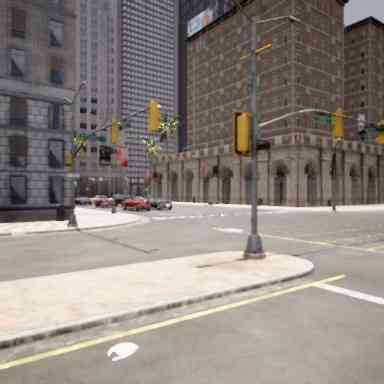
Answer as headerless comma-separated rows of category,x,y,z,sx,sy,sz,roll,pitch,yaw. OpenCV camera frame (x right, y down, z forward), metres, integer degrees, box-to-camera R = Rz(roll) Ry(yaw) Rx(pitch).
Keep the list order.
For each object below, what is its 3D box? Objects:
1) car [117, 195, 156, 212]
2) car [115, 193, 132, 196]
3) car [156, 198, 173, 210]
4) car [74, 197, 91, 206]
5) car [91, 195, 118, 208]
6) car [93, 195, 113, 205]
car,-6.707,1.494,39.724,1.882,1.535,5.008,0,0,-36
car,-10.048,1.241,50.415,2.150,2.045,5.566,0,0,-35
car,-4.310,1.511,42.385,2.128,1.511,4.902,0,0,-36
car,-18.567,1.564,56.459,2.033,1.411,5.357,0,0,-35
car,-12.520,1.580,47.842,1.994,1.385,4.181,0,0,-35
car,-15.734,1.372,58.545,2.097,1.767,4.553,0,0,-35
